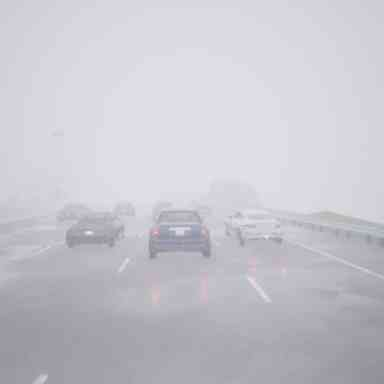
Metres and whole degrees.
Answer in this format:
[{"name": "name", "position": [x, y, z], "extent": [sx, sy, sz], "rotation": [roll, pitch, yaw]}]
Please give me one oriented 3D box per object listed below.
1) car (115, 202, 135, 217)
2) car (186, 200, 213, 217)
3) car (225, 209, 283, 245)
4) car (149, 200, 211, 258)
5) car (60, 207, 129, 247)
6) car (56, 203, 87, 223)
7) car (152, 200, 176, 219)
[{"name": "car", "position": [-6.351, 1.586, 31.346], "extent": [1.994, 1.385, 4.181], "rotation": [0, 0, -10]}, {"name": "car", "position": [0.630, 1.537, 32.025], "extent": [1.812, 1.442, 4.674], "rotation": [0, 0, -10]}, {"name": "car", "position": [2.774, 1.527, 15.526], "extent": [1.812, 1.442, 4.674], "rotation": [0, 0, -5]}, {"name": "car", "position": [-0.538, 1.357, 12.973], "extent": [2.097, 1.767, 4.553], "rotation": [0, 0, -4]}, {"name": "car", "position": [-4.218, 1.577, 15.077], "extent": [1.994, 1.385, 4.181], "rotation": [0, 0, -5]}, {"name": "car", "position": [-8.926, 1.572, 25.539], "extent": [2.033, 1.411, 5.357], "rotation": [0, 0, -8]}, {"name": "car", "position": [-2.723, 1.521, 30.882], "extent": [1.837, 1.490, 4.892], "rotation": [0, 0, -10]}]
